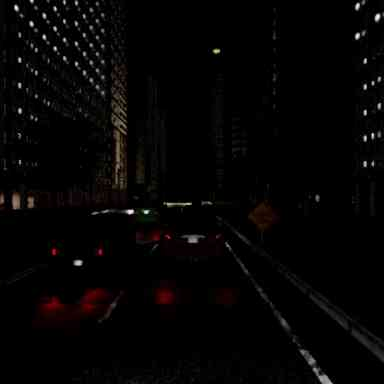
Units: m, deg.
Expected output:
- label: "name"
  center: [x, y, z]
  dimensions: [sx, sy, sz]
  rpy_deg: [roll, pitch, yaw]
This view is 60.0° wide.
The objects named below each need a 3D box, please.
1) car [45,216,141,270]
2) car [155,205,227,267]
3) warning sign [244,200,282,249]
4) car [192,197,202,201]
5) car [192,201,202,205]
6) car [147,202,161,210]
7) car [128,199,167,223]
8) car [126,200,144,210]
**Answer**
- label: "car"
  center: [-3.207, 1.752, 11.645]
  dimensions: [1.895, 1.301, 4.718]
  rpy_deg: [0, -1, 1]
- label: "car"
  center: [0.048, 1.509, 12.157]
  dimensions: [2.097, 1.767, 4.553]
  rpy_deg: [0, -1, 0]
- label: "warning sign"
  center: [2.867, 1.291, 13.537]
  dimensions: [1.300, 1.860, 1.060]
  rpy_deg: [1, 0, 0]
- label: "car"
  center: [1.150, 2.251, 79.585]
  dimensions: [2.150, 2.045, 5.566]
  rpy_deg: [0, -1, 0]
- label: "car"
  center: [0.060, 1.845, 28.489]
  dimensions: [1.882, 1.535, 5.008]
  rpy_deg: [0, 0, 0]
- label: "car"
  center: [-6.541, 2.342, 57.401]
  dimensions: [1.895, 1.301, 4.718]
  rpy_deg: [0, -1, 1]
- label: "car"
  center: [-3.209, 1.560, 26.084]
  dimensions: [2.150, 2.045, 5.566]
  rpy_deg: [0, 0, 1]
- label: "car"
  center: [-9.795, 2.233, 57.401]
  dimensions: [2.128, 1.511, 4.902]
  rpy_deg: [0, -1, 1]
